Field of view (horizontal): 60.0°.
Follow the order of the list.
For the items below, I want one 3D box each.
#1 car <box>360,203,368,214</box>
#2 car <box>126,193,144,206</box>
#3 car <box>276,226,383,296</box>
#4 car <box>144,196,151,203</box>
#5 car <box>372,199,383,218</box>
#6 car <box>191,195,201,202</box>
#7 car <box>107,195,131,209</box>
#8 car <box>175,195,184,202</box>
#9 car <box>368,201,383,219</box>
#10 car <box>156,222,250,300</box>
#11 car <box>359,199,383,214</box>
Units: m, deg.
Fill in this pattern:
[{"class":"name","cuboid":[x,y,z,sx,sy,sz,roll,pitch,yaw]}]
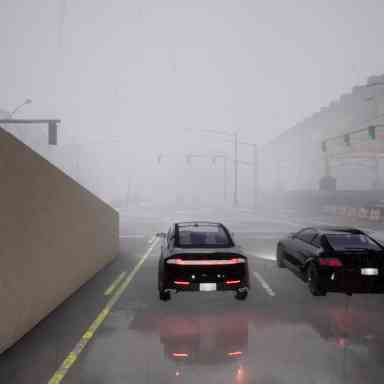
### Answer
[{"class":"car","cuboid":[17.553,1.453,31.427,4.974,1.542,2.038,0,0,-45]},{"class":"car","cuboid":[-10.083,1.215,55.945,2.150,2.045,5.566,0,1,2]},{"class":"car","cuboid":[3.575,1.564,8.676,1.994,1.385,4.181,0,0,0]},{"class":"car","cuboid":[-9.666,1.563,68.929,1.994,1.385,4.181,0,0,1]},{"class":"car","cuboid":[17.476,1.295,26.778,1.853,1.218,4.536,0,0,-35]},{"class":"car","cuboid":[0.864,1.355,69.974,2.033,1.411,5.357,0,0,1]},{"class":"car","cuboid":[-10.344,1.547,46.022,2.033,1.411,5.357,0,0,2]},{"class":"car","cuboid":[-2.635,1.355,70.063,2.033,1.411,5.357,0,0,1]},{"class":"car","cuboid":[17.446,1.453,26.820,2.038,1.542,4.974,0,0,-35]},{"class":"car","cuboid":[0.137,1.492,8.393,2.128,1.511,4.902,0,0,-4]},{"class":"car","cuboid":[17.590,1.295,31.464,4.536,1.218,1.853,0,0,-45]}]
